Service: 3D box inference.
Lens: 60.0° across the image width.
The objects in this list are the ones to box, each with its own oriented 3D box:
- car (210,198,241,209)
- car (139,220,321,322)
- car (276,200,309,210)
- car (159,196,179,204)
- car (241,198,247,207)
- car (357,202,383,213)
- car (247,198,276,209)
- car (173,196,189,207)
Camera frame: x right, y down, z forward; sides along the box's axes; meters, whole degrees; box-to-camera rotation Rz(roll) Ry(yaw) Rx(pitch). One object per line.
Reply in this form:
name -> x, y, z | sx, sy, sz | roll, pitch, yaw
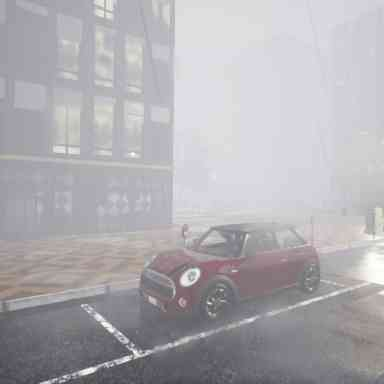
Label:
car -> 4.318, 1.678, 46.612 | 2.008, 1.369, 4.403 | 1, -1, -35
car -> 0.905, 1.442, 7.195 | 4.097, 1.590, 1.967 | 0, 1, -36
car -> 14.437, 1.806, 46.822 | 1.802, 1.307, 4.206 | 1, -1, -35
car -> -5.225, 1.724, 74.591 | 2.192, 1.841, 5.009 | 1, -1, -35
car -> 7.883, 1.726, 56.079 | 1.967, 1.590, 4.097 | 1, -1, -35
car -> 20.992, 1.730, 37.567 | 1.947, 1.339, 4.313 | 1, -1, -35
car -> 11.160, 1.800, 51.450 | 1.887, 1.381, 4.507 | 1, -1, -35
car -> -2.236, 1.733, 55.867 | 1.887, 1.381, 4.507 | 1, -1, -35
